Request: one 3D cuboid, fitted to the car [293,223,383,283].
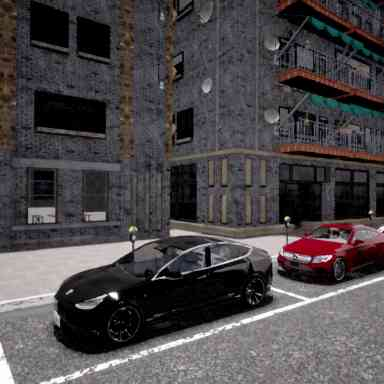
[{"bbox_3d":[4.303,1.585,9.662,4.206,1.307,1.802,0,0,-36],"label":"car"}]

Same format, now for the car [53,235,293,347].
[{"bbox_3d":[-0.294,1.566,6.356,4.313,1.339,1.947,0,0,-36],"label":"car"}]
